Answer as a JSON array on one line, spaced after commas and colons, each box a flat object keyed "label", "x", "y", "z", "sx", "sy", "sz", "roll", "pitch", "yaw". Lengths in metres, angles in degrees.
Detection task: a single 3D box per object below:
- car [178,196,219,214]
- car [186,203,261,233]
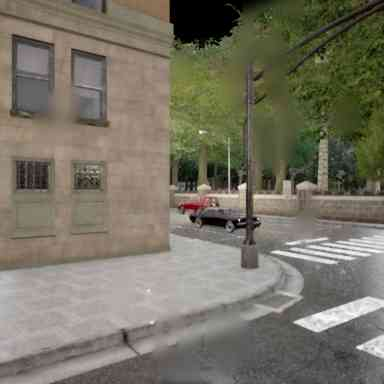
[{"label": "car", "x": 0.638, "y": 1.280, "z": 31.844, "sx": 2.192, "sy": 1.841, "sz": 5.009, "roll": 0, "pitch": 0, "yaw": -35}, {"label": "car", "x": 1.882, "y": 1.582, "z": 19.901, "sx": 1.895, "sy": 1.301, "sz": 4.718, "roll": 0, "pitch": 0, "yaw": -35}]
